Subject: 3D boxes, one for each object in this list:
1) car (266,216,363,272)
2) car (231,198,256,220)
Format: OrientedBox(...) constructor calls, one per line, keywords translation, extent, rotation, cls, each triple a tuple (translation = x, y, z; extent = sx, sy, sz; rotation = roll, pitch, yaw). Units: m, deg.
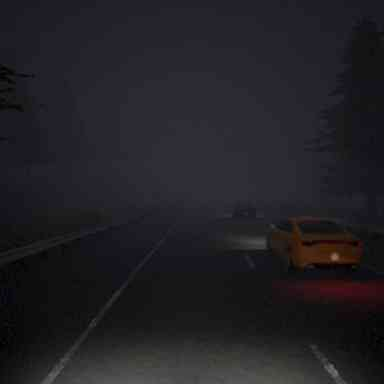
OrientedBox(translation=(3.775, 1.534, 11.102), extent=(1.882, 1.535, 5.008), rotation=(0, 0, 2), cls="car")
OrientedBox(translation=(4.643, 1.625, 30.059), extent=(1.882, 1.535, 5.008), rotation=(0, 0, 4), cls="car")
